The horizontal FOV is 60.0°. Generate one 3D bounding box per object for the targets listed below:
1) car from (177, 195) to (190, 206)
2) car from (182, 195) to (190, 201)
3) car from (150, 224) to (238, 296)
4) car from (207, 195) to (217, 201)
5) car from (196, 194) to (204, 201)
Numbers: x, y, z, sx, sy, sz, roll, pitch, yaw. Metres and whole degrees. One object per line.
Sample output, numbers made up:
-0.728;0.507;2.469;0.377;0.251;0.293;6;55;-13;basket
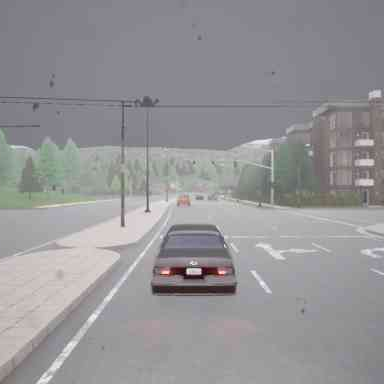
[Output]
-1.354;1.352;54.543;2.097;1.767;4.553;0;0;-1;car
-1.517;1.523;85.368;1.812;1.442;4.674;0;0;0;car
0.043;1.547;8.798;2.033;1.411;5.357;0;0;0;car
5.483;1.539;85.414;2.033;1.411;5.357;0;0;0;car
1.983;1.477;85.406;1.882;1.535;5.008;0;0;0;car
